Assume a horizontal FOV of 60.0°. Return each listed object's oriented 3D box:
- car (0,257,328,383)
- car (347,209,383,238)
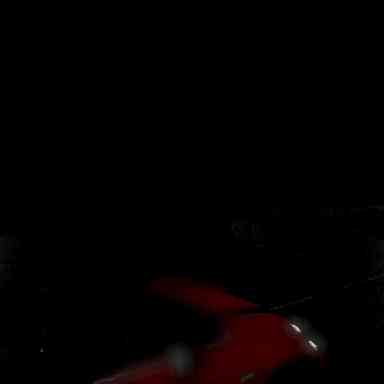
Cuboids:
[{"bbox_3d":[-0.947,1.353,2.648,4.553,1.767,2.097,0,0,-35],"label":"car"},{"bbox_3d":[9.998,1.567,17.645,4.313,1.339,1.947,0,0,-36],"label":"car"}]
